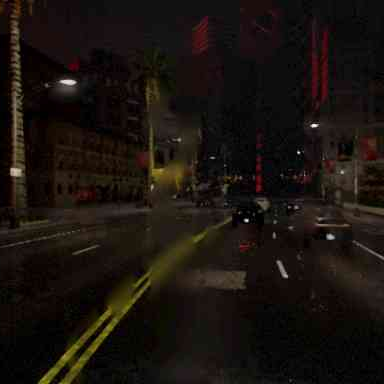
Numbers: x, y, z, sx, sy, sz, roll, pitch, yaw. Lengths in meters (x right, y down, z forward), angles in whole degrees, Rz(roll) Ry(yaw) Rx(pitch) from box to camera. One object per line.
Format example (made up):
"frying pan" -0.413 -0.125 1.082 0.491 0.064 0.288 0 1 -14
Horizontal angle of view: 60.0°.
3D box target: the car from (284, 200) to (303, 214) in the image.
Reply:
"car" 10.230 1.451 33.037 2.033 1.411 5.357 0 0 14

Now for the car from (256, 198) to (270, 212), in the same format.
"car" 7.759 1.403 37.479 1.812 1.442 4.674 0 0 14

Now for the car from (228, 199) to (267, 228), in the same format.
"car" 3.708 1.428 21.501 1.837 1.490 4.892 0 -1 14

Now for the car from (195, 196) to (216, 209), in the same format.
"car" 1.796 1.341 42.933 1.837 1.490 4.892 0 0 15

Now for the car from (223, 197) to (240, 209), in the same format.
"car" 5.185 1.356 42.060 1.837 1.490 4.892 0 0 15

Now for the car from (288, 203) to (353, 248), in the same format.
"car" 5.668 1.452 14.688 2.128 1.511 4.902 0 0 12
